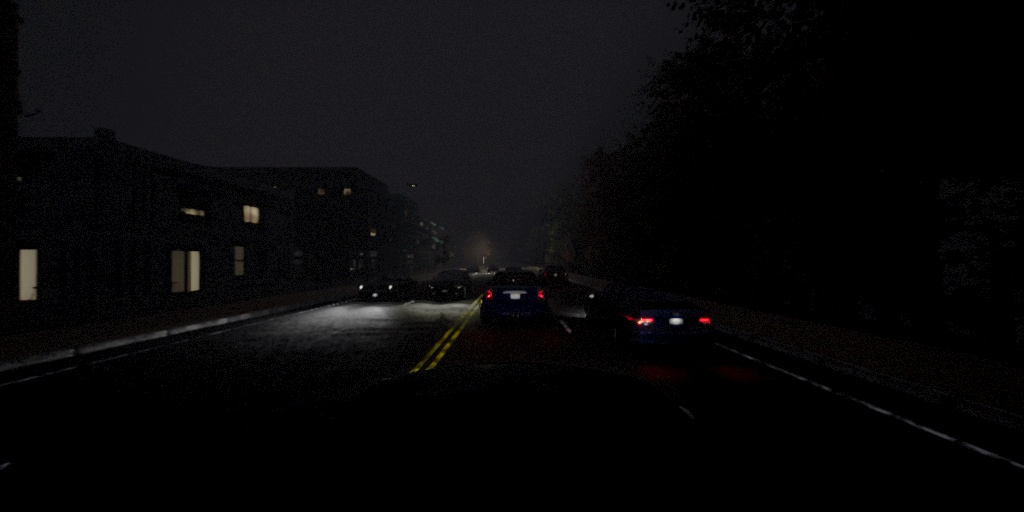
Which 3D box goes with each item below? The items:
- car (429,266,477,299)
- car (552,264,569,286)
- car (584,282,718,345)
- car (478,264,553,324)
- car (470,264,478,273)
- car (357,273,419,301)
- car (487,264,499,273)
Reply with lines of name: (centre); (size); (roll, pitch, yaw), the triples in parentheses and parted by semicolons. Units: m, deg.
car: (-3.347, 1.502, 20.298); (1.882, 1.535, 5.008); (0, -1, 0)
car: (3.354, 1.517, 29.721); (2.097, 1.767, 4.553); (0, -1, 0)
car: (3.351, 1.418, 9.821); (2.033, 1.411, 5.357); (0, -1, 0)
car: (0.100, 1.268, 12.952); (2.097, 1.767, 4.553); (0, -1, 0)
car: (-6.531, 2.153, 61.116); (1.812, 1.442, 4.674); (0, -1, 1)
car: (-6.598, 1.614, 19.512); (1.895, 1.301, 4.718); (0, -1, 0)
car: (-3.280, 2.141, 61.805); (1.837, 1.490, 4.892); (0, -1, 1)
